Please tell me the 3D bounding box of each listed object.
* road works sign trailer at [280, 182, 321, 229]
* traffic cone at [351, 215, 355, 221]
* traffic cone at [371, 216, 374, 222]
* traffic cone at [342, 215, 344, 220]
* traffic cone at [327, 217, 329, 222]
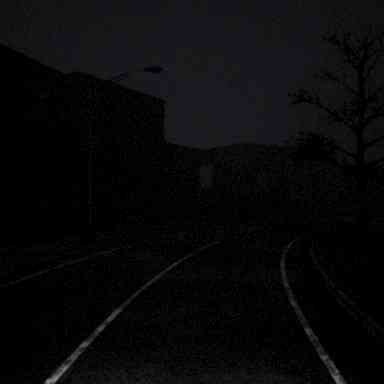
[{"bbox_3d":[8.685,1.032,26.630,2.380,3.560,2.880,0,-1,44],"label":"road works sign trailer"},{"bbox_3d":[17.468,2.806,36.150,0.340,0.580,0.340,2,-1,-45],"label":"traffic cone"},{"bbox_3d":[18.877,2.817,34.731,0.340,0.580,0.340,2,-1,-45],"label":"traffic cone"},{"bbox_3d":[16.764,2.801,36.860,0.340,0.580,0.340,2,-1,-45],"label":"traffic cone"},{"bbox_3d":[13.925,2.717,34.045,0.340,0.580,0.340,2,-1,-45],"label":"traffic cone"}]
